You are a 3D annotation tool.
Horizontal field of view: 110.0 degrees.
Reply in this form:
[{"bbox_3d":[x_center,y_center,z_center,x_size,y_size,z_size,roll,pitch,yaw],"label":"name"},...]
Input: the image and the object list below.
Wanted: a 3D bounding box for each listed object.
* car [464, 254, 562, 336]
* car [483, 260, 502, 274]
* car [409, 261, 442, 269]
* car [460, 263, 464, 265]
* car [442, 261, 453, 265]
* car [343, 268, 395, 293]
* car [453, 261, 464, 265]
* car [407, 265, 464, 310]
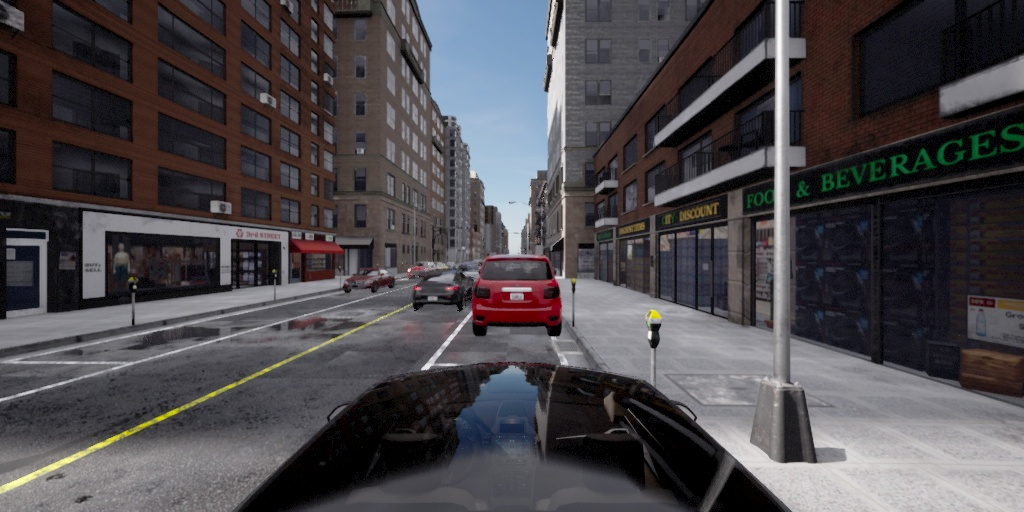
[{"bbox_3d":[0.156,0.976,10.489,2.150,2.045,5.566,0,0,1],"label":"car"},{"bbox_3d":[-2.231,1.265,41.794,1.812,1.442,4.674,0,0,1],"label":"car"},{"bbox_3d":[-7.816,1.179,31.540,1.967,1.591,4.097,0,0,1],"label":"car"},{"bbox_3d":[-2.429,1.344,26.253,1.895,1.301,4.718,0,0,1],"label":"car"},{"bbox_3d":[-7.714,1.263,36.886,1.751,1.417,4.829,0,0,1],"label":"car"},{"bbox_3d":[-8.025,1.324,20.504,1.802,1.307,4.207,0,0,1],"label":"car"},{"bbox_3d":[-5.037,1.285,41.420,2.033,1.411,5.357,0,0,2],"label":"car"},{"bbox_3d":[-2.648,1.271,14.438,1.812,1.442,4.674,0,0,1],"label":"car"}]
